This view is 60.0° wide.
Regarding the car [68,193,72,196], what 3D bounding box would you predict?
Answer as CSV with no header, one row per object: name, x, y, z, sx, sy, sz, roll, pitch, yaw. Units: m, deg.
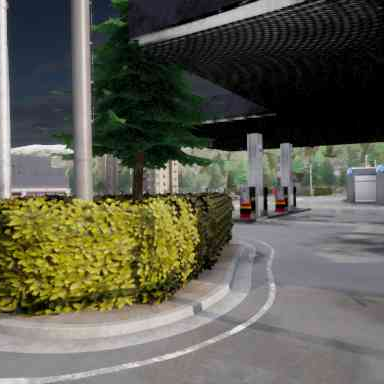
car,-24.203,1.122,63.875,3.866,1.878,1.905,-1,1,35

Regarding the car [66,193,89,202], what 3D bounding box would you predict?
car,-22.857,1.101,66.483,4.605,1.855,1.932,-1,1,35

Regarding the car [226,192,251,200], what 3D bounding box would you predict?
car,9.247,0.811,66.486,4.514,1.523,2.007,-1,1,35

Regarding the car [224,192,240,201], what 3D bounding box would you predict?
car,7.473,0.850,63.898,5.027,1.636,2.152,-1,1,35

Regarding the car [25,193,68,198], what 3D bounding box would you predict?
car,-14.746,1.182,33.583,3.866,1.878,1.905,-1,1,35
